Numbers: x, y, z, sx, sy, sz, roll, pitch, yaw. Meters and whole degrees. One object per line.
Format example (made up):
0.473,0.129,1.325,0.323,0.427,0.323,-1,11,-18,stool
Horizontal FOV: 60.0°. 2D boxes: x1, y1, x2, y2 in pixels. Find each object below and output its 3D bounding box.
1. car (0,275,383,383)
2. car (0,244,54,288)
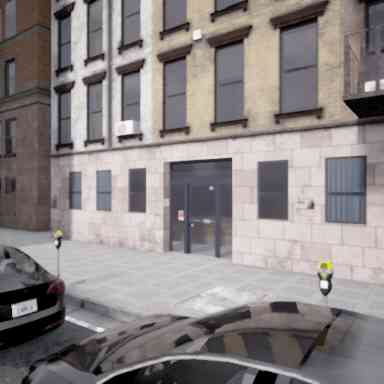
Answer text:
0.514,1.565,2.442,4.313,1.339,1.947,0,0,36,car
-3.891,1.560,5.588,4.313,1.339,1.947,0,0,36,car
